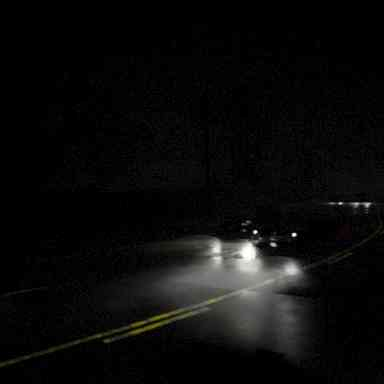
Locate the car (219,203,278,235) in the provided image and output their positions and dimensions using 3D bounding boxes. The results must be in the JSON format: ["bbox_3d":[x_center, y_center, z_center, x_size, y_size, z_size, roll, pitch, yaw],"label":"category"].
[{"bbox_3d":[3.252,1.363,17.498,1.882,1.535,5.008,-1,0,37],"label":"car"}]

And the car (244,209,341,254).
[{"bbox_3d":[4.207,1.470,13.089,1.895,1.301,4.718,-1,0,40],"label":"car"}]

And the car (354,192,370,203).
[{"bbox_3d":[25.680,0.838,50.151,1.837,1.490,4.892,-1,0,29],"label":"car"}]

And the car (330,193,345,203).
[{"bbox_3d":[23.364,0.936,53.228,2.033,1.411,5.357,-1,0,29],"label":"car"}]
